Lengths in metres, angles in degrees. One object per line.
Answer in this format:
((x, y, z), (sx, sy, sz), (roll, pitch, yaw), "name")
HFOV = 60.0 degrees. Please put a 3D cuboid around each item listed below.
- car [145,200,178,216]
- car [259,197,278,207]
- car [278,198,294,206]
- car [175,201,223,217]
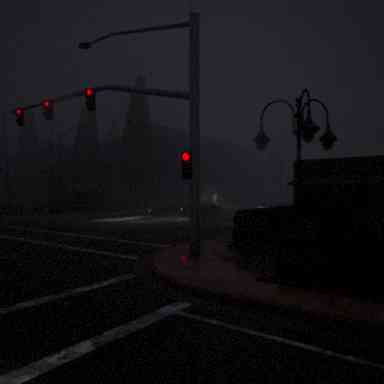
((-2.497, 1.501, 32.727), (2.128, 1.511, 4.902), (0, 0, 37), "car")
((12.422, 1.557, 52.359), (2.033, 1.411, 5.357), (0, 0, 37), "car")
((15.501, 1.555, 50.622), (2.033, 1.411, 5.357), (0, 0, 37), "car")
((0.908, 1.609, 31.430), (1.895, 1.301, 4.718), (0, 0, 37), "car")
